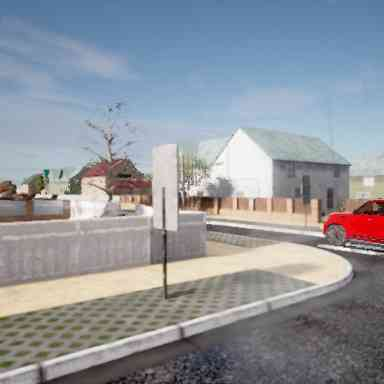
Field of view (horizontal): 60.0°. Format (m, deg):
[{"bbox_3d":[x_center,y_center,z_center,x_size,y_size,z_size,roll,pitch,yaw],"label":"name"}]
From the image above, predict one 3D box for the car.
[{"bbox_3d":[7.522,1.226,12.397,2.150,2.045,5.566,1,0,-23],"label":"car"}]
